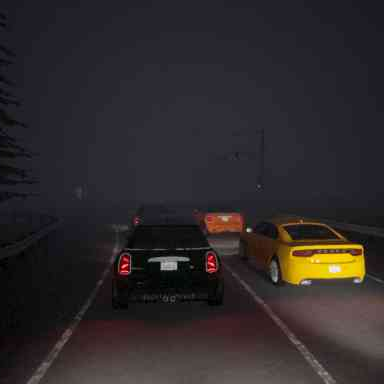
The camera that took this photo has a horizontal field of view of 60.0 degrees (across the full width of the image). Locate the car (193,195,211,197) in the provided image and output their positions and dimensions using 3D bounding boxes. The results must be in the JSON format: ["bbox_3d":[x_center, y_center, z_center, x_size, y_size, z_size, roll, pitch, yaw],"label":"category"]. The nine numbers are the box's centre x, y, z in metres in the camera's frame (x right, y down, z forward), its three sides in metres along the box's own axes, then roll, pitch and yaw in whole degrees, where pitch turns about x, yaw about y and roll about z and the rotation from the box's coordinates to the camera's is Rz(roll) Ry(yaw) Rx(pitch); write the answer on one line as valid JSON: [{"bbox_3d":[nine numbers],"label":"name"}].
[{"bbox_3d":[3.075,1.601,56.889,4.718,1.301,1.895,0,0,-19],"label":"car"}]

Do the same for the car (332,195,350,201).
[{"bbox_3d":[36.278,1.552,80.888,4.181,1.385,1.994,0,0,-29],"label":"car"}]

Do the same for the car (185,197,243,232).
[{"bbox_3d":[1.203,1.352,18.342,2.097,1.767,4.553,0,0,-12],"label":"car"}]

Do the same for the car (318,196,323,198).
[{"bbox_3d":[27.321,1.524,68.797,4.674,1.442,1.812,0,0,-19],"label":"car"}]

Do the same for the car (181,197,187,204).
[{"bbox_3d":[-0.414,1.529,33.298,4.674,1.442,1.812,0,0,-19],"label":"car"}]

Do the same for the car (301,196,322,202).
[{"bbox_3d":[27.459,1.553,76.347,4.181,1.385,1.994,0,0,-21],"label":"car"}]

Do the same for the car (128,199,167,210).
[{"bbox_3d":[-5.691,1.604,42.591,4.718,1.301,1.895,0,0,-19],"label":"car"}]

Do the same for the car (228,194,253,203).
[{"bbox_3d":[9.730,1.352,66.501,4.553,1.767,2.097,0,0,-18],"label":"car"}]

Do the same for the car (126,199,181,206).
[{"bbox_3d":[-2.111,1.352,16.902,2.097,1.767,4.553,0,0,-12],"label":"car"}]

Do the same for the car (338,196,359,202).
[{"bbox_3d":[36.149,1.595,76.718,4.718,1.301,1.895,0,0,-29],"label":"car"}]

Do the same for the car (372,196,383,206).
[{"bbox_3d":[28.331,1.351,46.812,4.553,1.767,2.097,0,0,-19],"label":"car"}]

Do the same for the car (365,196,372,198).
[{"bbox_3d":[38.651,1.540,70.075,5.357,1.411,2.033,0,0,-29],"label":"car"}]

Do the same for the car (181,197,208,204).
[{"bbox_3d":[0.514,1.601,63.404,4.718,1.301,1.895,0,0,-19],"label":"car"}]

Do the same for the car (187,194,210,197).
[{"bbox_3d":[1.336,1.505,59.992,4.892,1.490,1.837,0,0,-19],"label":"car"}]

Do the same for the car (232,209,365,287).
[{"bbox_3d":[2.730,1.478,9.456,1.882,1.535,5.008,0,0,-6],"label":"car"}]

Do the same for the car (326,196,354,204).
[{"bbox_3d":[29.284,1.525,65.787,4.902,1.511,2.128,0,0,-19],"label":"car"}]

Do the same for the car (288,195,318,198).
[{"bbox_3d":[20.954,1.564,62.950,4.181,1.385,1.994,0,0,-19],"label":"car"}]

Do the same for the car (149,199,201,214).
[{"bbox_3d":[-1.904,1.550,36.487,5.357,1.411,2.033,0,0,-19],"label":"car"}]

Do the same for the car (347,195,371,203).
[{"bbox_3d":[36.690,1.525,73.008,4.902,1.511,2.128,0,0,-25],"label":"car"}]

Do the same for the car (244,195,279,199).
[{"bbox_3d":[12.503,1.491,60.096,4.902,1.511,2.128,0,0,-19],"label":"car"}]

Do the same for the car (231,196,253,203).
[{"bbox_3d":[10.562,1.553,70.436,4.181,1.385,1.994,0,0,-19],"label":"car"}]

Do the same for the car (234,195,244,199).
[{"bbox_3d":[10.786,1.352,63.195,4.553,1.767,2.097,0,0,-19],"label":"car"}]

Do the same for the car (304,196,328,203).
[{"bbox_3d":[27.009,1.524,72.402,4.674,1.442,1.812,0,0,-19],"label":"car"}]

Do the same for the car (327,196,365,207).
[{"bbox_3d":[22.070,1.506,48.369,4.892,1.490,1.837,0,0,-19],"label":"car"}]

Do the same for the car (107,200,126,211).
[{"bbox_3d":[-7.061,1.552,38.426,5.357,1.411,2.033,0,0,-19],"label":"car"}]

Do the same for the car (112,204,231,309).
[{"bbox_3d":[-0.631,1.352,8.095,2.097,1.767,4.553,0,0,-6],"label":"car"}]

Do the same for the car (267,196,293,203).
[{"bbox_3d":[18.350,1.525,69.396,4.902,1.511,2.128,0,0,-19],"label":"car"}]

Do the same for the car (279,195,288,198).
[{"bbox_3d":[19.078,1.352,65.965,4.553,1.767,2.097,0,0,-18],"label":"car"}]

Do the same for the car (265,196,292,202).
[{"bbox_3d":[19.059,1.540,73.337,5.357,1.411,2.033,0,0,-19],"label":"car"}]
